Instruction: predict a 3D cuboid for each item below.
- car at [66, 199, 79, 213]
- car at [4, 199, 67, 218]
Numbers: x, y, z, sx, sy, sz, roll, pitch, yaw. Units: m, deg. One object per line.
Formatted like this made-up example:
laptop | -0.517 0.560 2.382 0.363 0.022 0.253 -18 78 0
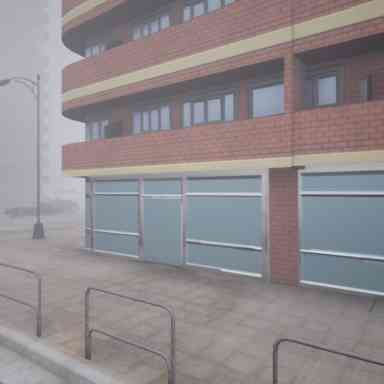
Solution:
car | -14.405 1.505 35.446 1.837 1.490 4.892 0 0 36
car | -14.121 1.601 29.910 1.895 1.301 4.718 0 0 36
